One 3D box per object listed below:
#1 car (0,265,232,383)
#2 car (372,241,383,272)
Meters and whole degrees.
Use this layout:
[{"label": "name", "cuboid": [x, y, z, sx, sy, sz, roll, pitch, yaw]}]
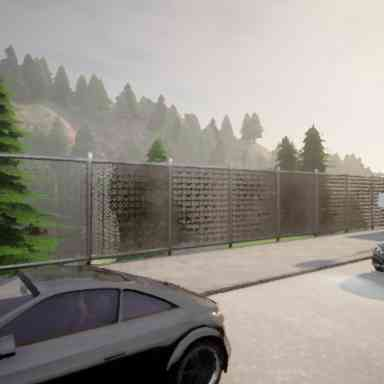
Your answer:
[{"label": "car", "cuboid": [-1.593, 1.566, 3.462, 4.181, 1.385, 1.994, 0, 0, -36]}, {"label": "car", "cuboid": [7.127, 1.552, 9.677, 4.674, 1.442, 1.812, 0, 0, -35]}]
